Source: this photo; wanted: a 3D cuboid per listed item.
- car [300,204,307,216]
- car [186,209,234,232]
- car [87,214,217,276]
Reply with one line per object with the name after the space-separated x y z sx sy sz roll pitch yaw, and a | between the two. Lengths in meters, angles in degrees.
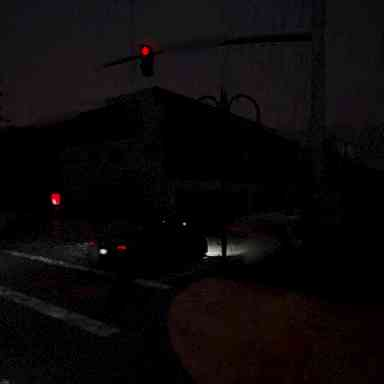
12.631 1.624 33.842 1.812 1.442 4.674 0 0 39 | car
0.399 1.672 18.685 1.895 1.301 4.718 0 0 39 | car
-1.254 1.615 10.784 1.994 1.385 4.181 0 0 36 | car
